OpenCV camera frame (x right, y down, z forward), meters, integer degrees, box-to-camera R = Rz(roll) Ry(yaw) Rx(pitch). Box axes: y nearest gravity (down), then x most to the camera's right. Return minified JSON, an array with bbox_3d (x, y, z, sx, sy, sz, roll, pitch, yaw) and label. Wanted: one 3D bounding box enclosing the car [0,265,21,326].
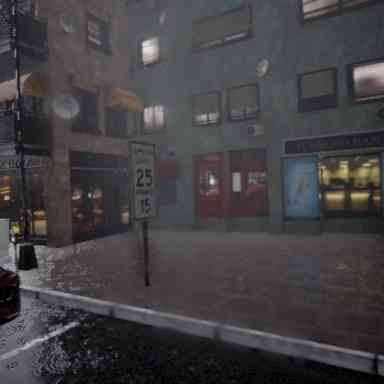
[{"bbox_3d":[-4.728,1.568,5.584,4.313,1.339,1.947,-1,1,29],"label":"car"}]
